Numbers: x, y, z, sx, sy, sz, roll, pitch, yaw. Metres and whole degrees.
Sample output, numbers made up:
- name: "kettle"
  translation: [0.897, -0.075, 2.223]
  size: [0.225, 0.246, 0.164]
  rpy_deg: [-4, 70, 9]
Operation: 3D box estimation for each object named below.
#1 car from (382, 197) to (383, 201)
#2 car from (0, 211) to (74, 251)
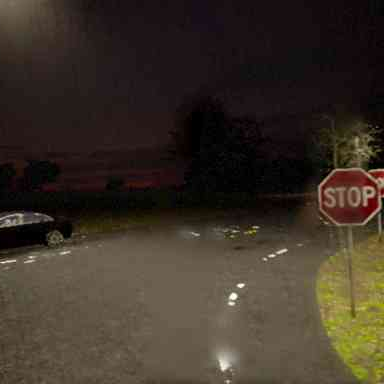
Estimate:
- name: "car"
  translation: [20.977, 0.489, 34.019]
  size: [1.895, 1.301, 4.718]
  rpy_deg: [-3, 0, 41]
- name: "car"
  translation: [-6.865, 1.504, 12.300]
  size: [2.128, 1.511, 4.902]
  rpy_deg: [-2, 1, 41]
